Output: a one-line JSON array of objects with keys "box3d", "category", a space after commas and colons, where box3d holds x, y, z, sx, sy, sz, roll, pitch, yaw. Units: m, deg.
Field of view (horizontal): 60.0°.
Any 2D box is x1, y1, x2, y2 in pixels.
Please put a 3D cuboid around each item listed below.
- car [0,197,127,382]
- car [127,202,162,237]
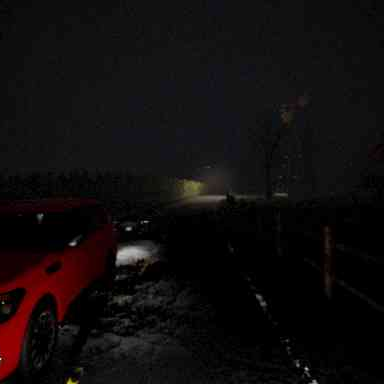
[{"box3d": [-2.817, 1.159, 5.722, 2.150, 2.045, 5.566, 0, 1, 0], "category": "car"}, {"box3d": [-2.643, 1.289, 16.720, 2.128, 1.511, 4.902, 0, 1, 2], "category": "car"}]
